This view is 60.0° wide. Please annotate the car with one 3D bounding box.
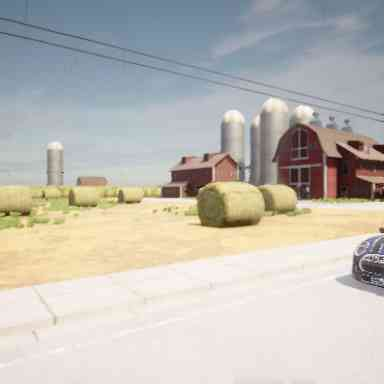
[{"bbox_3d":[5.954,1.303,8.193,4.553,1.767,2.097,0,0,-35],"label":"car"}]
